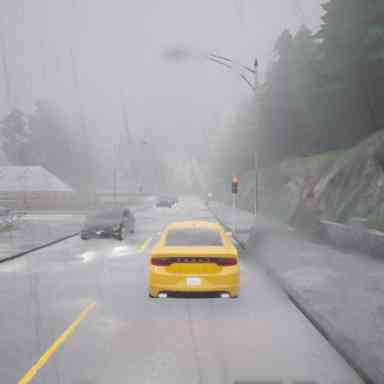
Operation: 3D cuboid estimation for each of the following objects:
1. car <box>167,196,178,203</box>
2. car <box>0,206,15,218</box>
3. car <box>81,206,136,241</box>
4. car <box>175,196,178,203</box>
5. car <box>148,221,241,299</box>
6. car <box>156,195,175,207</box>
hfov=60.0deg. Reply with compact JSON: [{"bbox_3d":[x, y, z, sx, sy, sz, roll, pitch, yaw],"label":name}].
[{"bbox_3d":[-3.956,1.564,68.827,1.994,1.385,4.181,0,0,0],"label":"car"},{"bbox_3d":[-17.155,1.564,27.689,4.181,1.385,1.994,0,0,0],"label":"car"},{"bbox_3d":[-4.022,1.505,16.682,1.837,1.490,4.892,1,0,0],"label":"car"},{"bbox_3d":[-4.035,1.564,58.817,1.994,1.385,4.181,0,0,0],"label":"car"},{"bbox_3d":[0.059,1.478,8.532,1.882,1.535,5.008,0,0,1],"label":"car"},{"bbox_3d":[-4.060,1.352,49.499,2.097,1.767,4.553,0,0,0],"label":"car"}]
